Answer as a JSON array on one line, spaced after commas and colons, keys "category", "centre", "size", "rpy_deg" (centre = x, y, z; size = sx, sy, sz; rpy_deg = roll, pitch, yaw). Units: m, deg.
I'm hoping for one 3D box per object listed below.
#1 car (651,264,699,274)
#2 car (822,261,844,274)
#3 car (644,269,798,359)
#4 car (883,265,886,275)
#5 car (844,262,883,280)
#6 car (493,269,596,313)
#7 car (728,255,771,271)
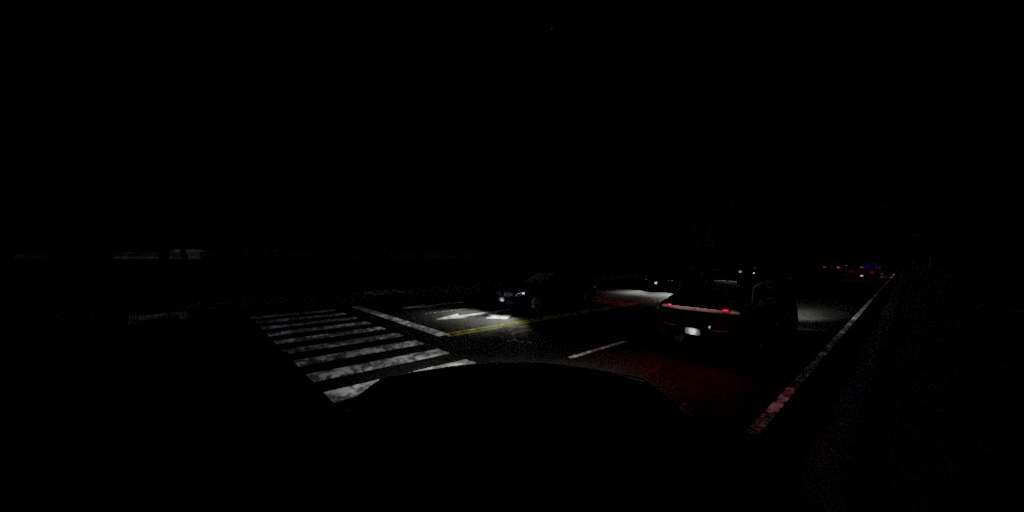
[{"category": "car", "centre": [9.769, 1.232, 21.481], "size": [4.892, 1.490, 1.837], "rpy_deg": [-1, 1, -42]}, {"category": "car", "centre": [38.151, 1.343, 42.421], "size": [5.357, 1.411, 2.033], "rpy_deg": [0, 0, -42]}, {"category": "car", "centre": [5.294, 1.247, 8.563], "size": [4.902, 1.511, 2.128], "rpy_deg": [0, 0, -42]}, {"category": "car", "centre": [38.827, 1.338, 38.725], "size": [4.674, 1.442, 1.812], "rpy_deg": [0, 0, -42]}, {"category": "car", "centre": [31.506, 1.400, 32.086], "size": [4.718, 1.301, 1.895], "rpy_deg": [0, 0, -42]}, {"category": "car", "centre": [1.411, 1.241, 13.943], "size": [4.674, 1.442, 1.812], "rpy_deg": [0, 0, -41]}, {"category": "car", "centre": [20.955, 0.970, 31.523], "size": [5.566, 2.045, 2.150], "rpy_deg": [0, 0, -42]}]
